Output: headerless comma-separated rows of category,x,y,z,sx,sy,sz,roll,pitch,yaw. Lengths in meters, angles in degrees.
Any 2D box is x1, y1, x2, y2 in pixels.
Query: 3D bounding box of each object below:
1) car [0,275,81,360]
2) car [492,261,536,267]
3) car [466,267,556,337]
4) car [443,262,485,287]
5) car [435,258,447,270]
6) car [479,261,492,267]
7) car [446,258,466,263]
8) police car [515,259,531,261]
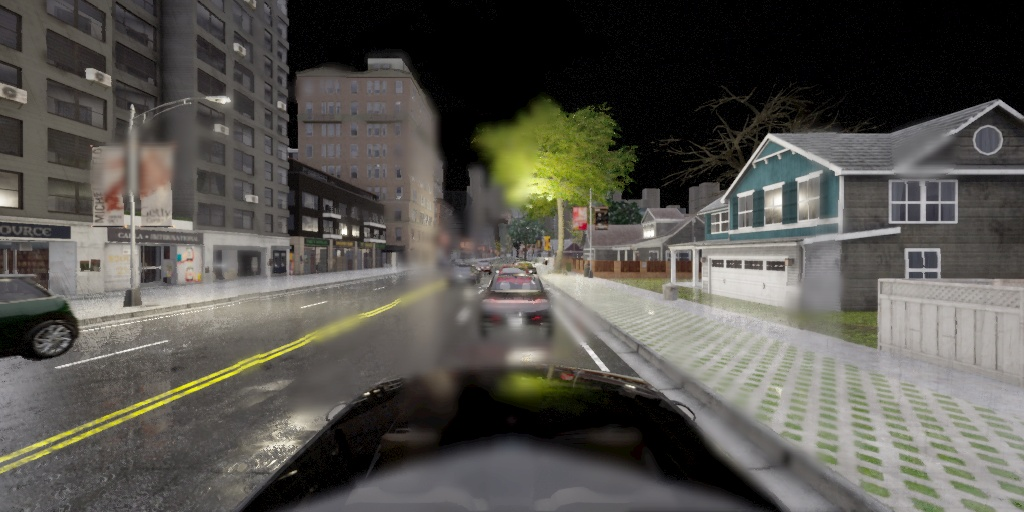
car,-9.845,1.102,5.282,2.097,1.767,4.553,0,0,0
car,0.120,1.219,19.800,1.882,1.535,5.008,0,0,0
car,0.112,1.239,10.296,2.128,1.511,4.902,0,0,0
car,-3.125,1.300,24.170,1.994,1.385,4.181,0,0,0
car,-9.788,1.051,52.523,2.097,1.767,4.553,0,0,0
car,-3.107,1.264,39.978,2.033,1.411,5.357,0,0,0
car,-6.553,1.216,44.794,1.837,1.490,4.892,0,0,0
police car,1.006,1.155,29.529,1.930,1.638,5.238,0,0,0
